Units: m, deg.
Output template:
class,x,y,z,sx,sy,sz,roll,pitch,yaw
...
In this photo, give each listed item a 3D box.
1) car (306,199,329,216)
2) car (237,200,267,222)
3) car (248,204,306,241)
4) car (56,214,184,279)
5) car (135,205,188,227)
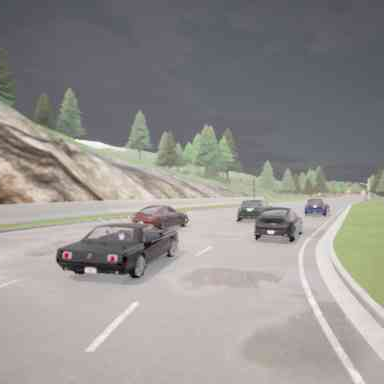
class,x,y,z,sx,sy,sz,roll,pitch,yaw
car,13.057,1.480,34.672,2.097,1.767,4.553,1,0,26
car,5.201,1.403,26.657,2.097,1.767,4.553,1,0,26
car,4.499,1.549,17.047,1.837,1.490,4.892,0,0,24
car,-1.872,1.583,10.089,1.895,1.301,4.718,1,0,14
car,-1.863,1.507,19.904,1.812,1.442,4.674,0,0,24
